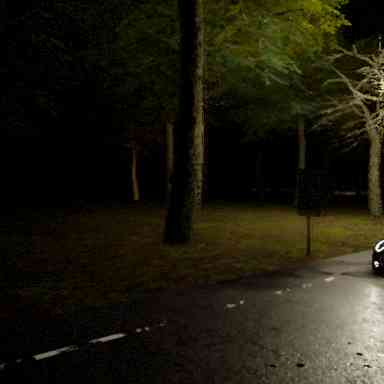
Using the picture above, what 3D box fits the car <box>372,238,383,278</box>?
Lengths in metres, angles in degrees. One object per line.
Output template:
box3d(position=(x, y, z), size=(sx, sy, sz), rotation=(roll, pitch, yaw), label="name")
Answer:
box3d(position=(6.750, 1.341, 8.818), size=(4.553, 1.767, 2.097), rotation=(0, 0, -36), label="car")
